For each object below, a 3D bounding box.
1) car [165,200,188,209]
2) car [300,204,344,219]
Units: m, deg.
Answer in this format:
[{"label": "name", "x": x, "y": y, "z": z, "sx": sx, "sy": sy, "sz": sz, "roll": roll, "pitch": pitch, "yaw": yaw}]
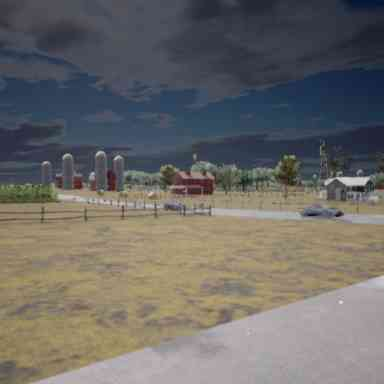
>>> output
[{"label": "car", "x": -2.661, "y": 2.098, "z": 56.267, "sx": 2.097, "sy": 1.767, "sz": 4.553, "roll": -1, "pitch": 1, "yaw": -35}, {"label": "car", "x": 13.245, "y": 1.969, "z": 34.028, "sx": 1.994, "sy": 1.385, "sz": 4.181, "roll": -1, "pitch": 0, "yaw": -36}]
